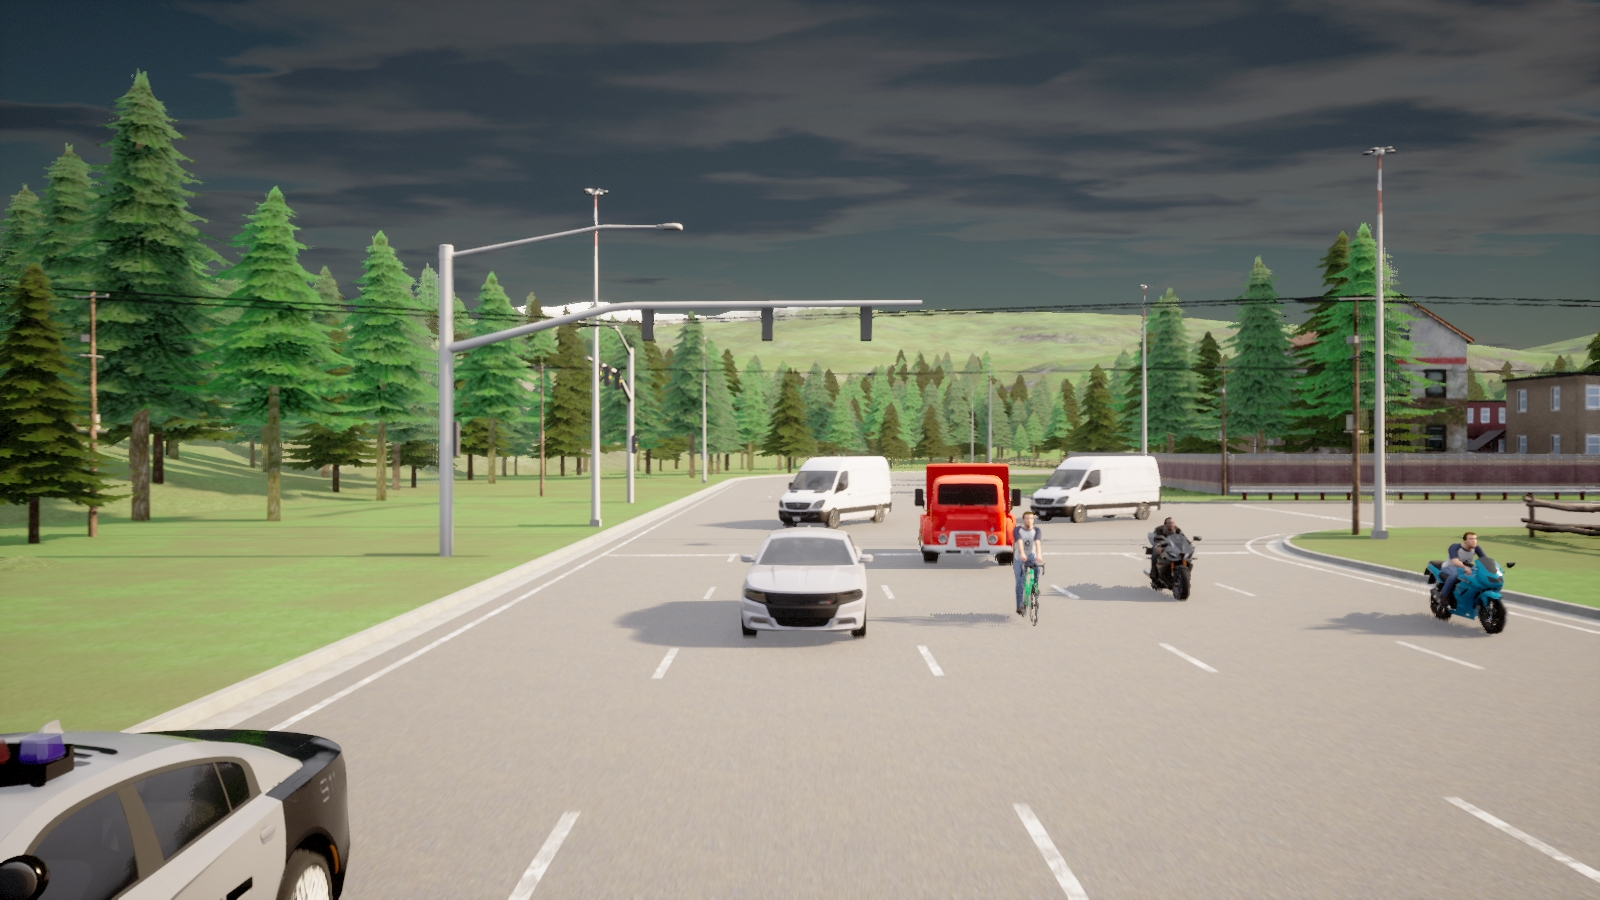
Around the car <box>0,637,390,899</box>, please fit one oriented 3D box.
[{"bbox_3d":[-3.606,1.982,4.497,2.097,1.638,5.238,0,0,0],"label":"car"}]

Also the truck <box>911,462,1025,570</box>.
[{"bbox_3d":[4.286,1.571,29.325,2.627,2.467,5.204,0,0,8],"label":"truck"}]

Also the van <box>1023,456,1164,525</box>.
[{"bbox_3d":[11.686,1.535,45.252,5.915,2.561,1.988,0,0,-34],"label":"van"}]

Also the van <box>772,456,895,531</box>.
[{"bbox_3d":[1.348,1.534,42.540,1.988,2.561,5.915,0,0,30],"label":"van"}]

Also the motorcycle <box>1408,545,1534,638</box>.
[{"bbox_3d":[10.517,2.186,17.998,0.803,1.199,2.033,0,0,0],"label":"motorcycle"}]

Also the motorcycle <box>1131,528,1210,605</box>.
[{"bbox_3d":[7.121,2.205,22.053,0.867,1.251,2.209,0,0,2],"label":"motorcycle"}]

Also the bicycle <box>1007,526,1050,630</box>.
[{"bbox_3d":[3.717,2.056,18.660,0.373,1.496,1.643,1,0,1],"label":"bicycle"}]

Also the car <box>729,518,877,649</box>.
[{"bbox_3d":[0.129,2.034,18.644,2.097,1.535,5.006,0,0,2],"label":"car"}]
